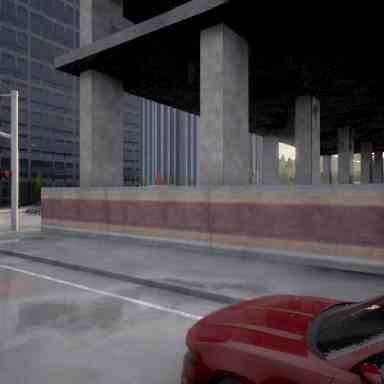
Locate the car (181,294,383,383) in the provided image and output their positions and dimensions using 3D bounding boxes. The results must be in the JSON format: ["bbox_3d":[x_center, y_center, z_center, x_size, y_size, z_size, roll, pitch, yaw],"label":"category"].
[{"bbox_3d":[2.199,1.478,2.426,5.008,1.535,1.882,0,0,35],"label":"car"}]

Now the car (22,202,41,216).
[{"bbox_3d":[-14.340,1.546,33.281,2.128,1.511,4.902,0,0,36],"label":"car"}]
